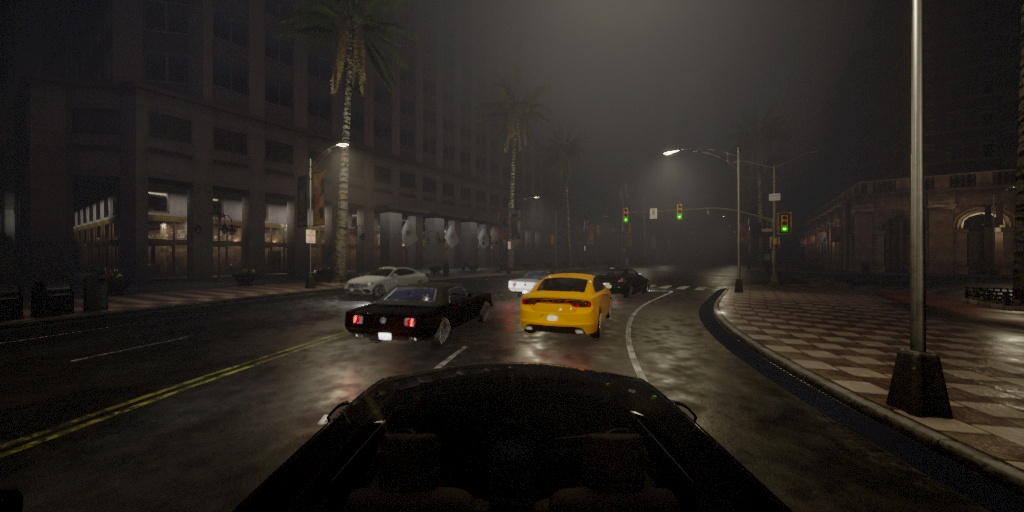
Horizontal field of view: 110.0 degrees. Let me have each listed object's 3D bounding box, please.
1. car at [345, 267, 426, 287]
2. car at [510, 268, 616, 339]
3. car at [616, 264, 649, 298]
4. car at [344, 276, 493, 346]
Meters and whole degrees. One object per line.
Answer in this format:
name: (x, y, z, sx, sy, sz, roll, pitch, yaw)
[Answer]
car: (-6.256, 1.275, 18.412, 1.812, 1.442, 4.674, 0, 0, 26)
car: (1.757, 1.228, 10.341, 1.882, 1.535, 5.008, 0, 0, 20)
car: (5.752, 1.314, 18.914, 1.994, 1.385, 4.181, 0, 0, 36)
car: (-2.022, 1.351, 9.470, 1.895, 1.301, 4.718, 0, 0, 15)
